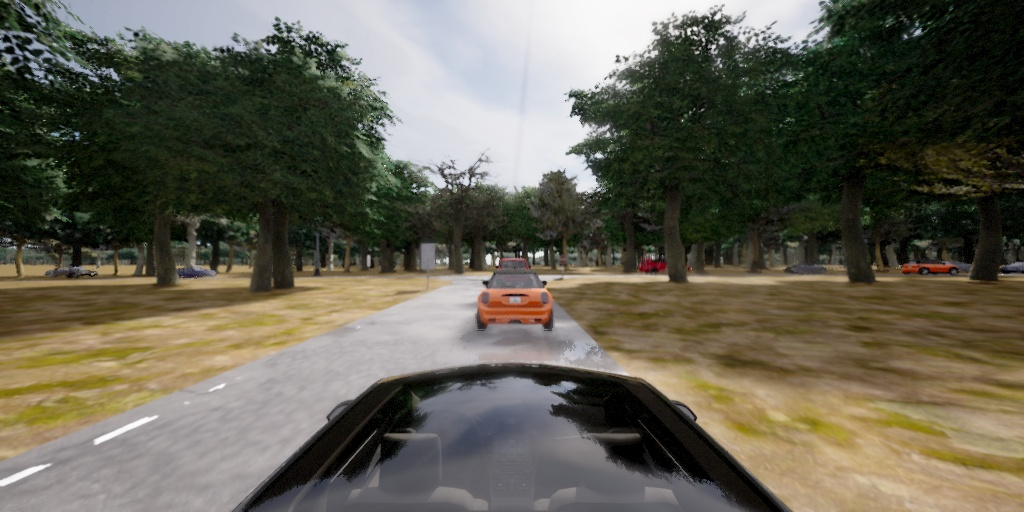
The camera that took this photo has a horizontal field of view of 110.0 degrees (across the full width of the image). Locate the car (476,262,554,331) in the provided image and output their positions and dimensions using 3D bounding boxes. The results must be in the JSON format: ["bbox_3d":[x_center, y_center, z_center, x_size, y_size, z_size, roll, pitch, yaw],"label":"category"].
[{"bbox_3d":[0.090,1.186,11.494,2.097,1.767,4.553,0,-1,0],"label":"car"}]

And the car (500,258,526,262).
[{"bbox_3d":[0.088,1.190,23.642,2.150,2.045,5.566,0,-1,0],"label":"car"}]

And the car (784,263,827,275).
[{"bbox_3d":[36.130,1.617,44.256,4.181,1.385,1.994,0,-2,3],"label":"car"}]

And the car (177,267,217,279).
[{"bbox_3d":[-38.685,2.063,43.747,4.674,1.442,1.812,-1,-2,3],"label":"car"}]

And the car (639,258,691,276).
[{"bbox_3d":[17.591,1.233,41.470,5.566,2.045,2.150,0,-2,2],"label":"car"}]

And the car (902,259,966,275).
[{"bbox_3d":[46.875,1.204,40.186,4.553,1.767,2.097,0,-2,3],"label":"car"}]
